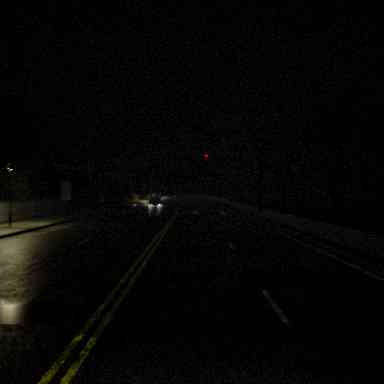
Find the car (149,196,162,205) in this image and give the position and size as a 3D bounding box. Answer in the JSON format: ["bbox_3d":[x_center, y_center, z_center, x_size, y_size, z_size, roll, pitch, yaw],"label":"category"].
[{"bbox_3d":[-6.492,1.510,58.857,1.812,1.442,4.674,0,1,0],"label":"car"}]
